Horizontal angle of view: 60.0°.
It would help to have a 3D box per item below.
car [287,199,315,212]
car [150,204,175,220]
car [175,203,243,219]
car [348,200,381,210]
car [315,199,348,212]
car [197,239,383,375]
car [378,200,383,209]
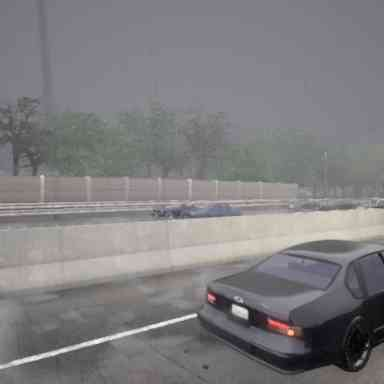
[{"bbox_3d":[13.172,1.535,38.955,4.902,1.511,2.128,0,0,-36],"label":"car"},{"bbox_3d":[-1.130,1.611,28.049,4.718,1.301,1.895,0,0,-38],"label":"car"},{"bbox_3d":[1.675,1.560,26.625,5.357,1.411,2.033,0,0,-35],"label":"car"},{"bbox_3d":[18.690,1.541,34.337,4.902,1.511,2.128,0,0,-35],"label":"car"},{"bbox_3d":[16.212,1.525,36.873,5.008,1.535,1.882,0,0,-35],"label":"car"},{"bbox_3d":[2.645,1.549,5.624,5.357,1.411,2.033,0,0,-35],"label":"car"},{"bbox_3d":[19.565,1.647,30.680,4.718,1.301,1.895,0,0,-35],"label":"car"}]
